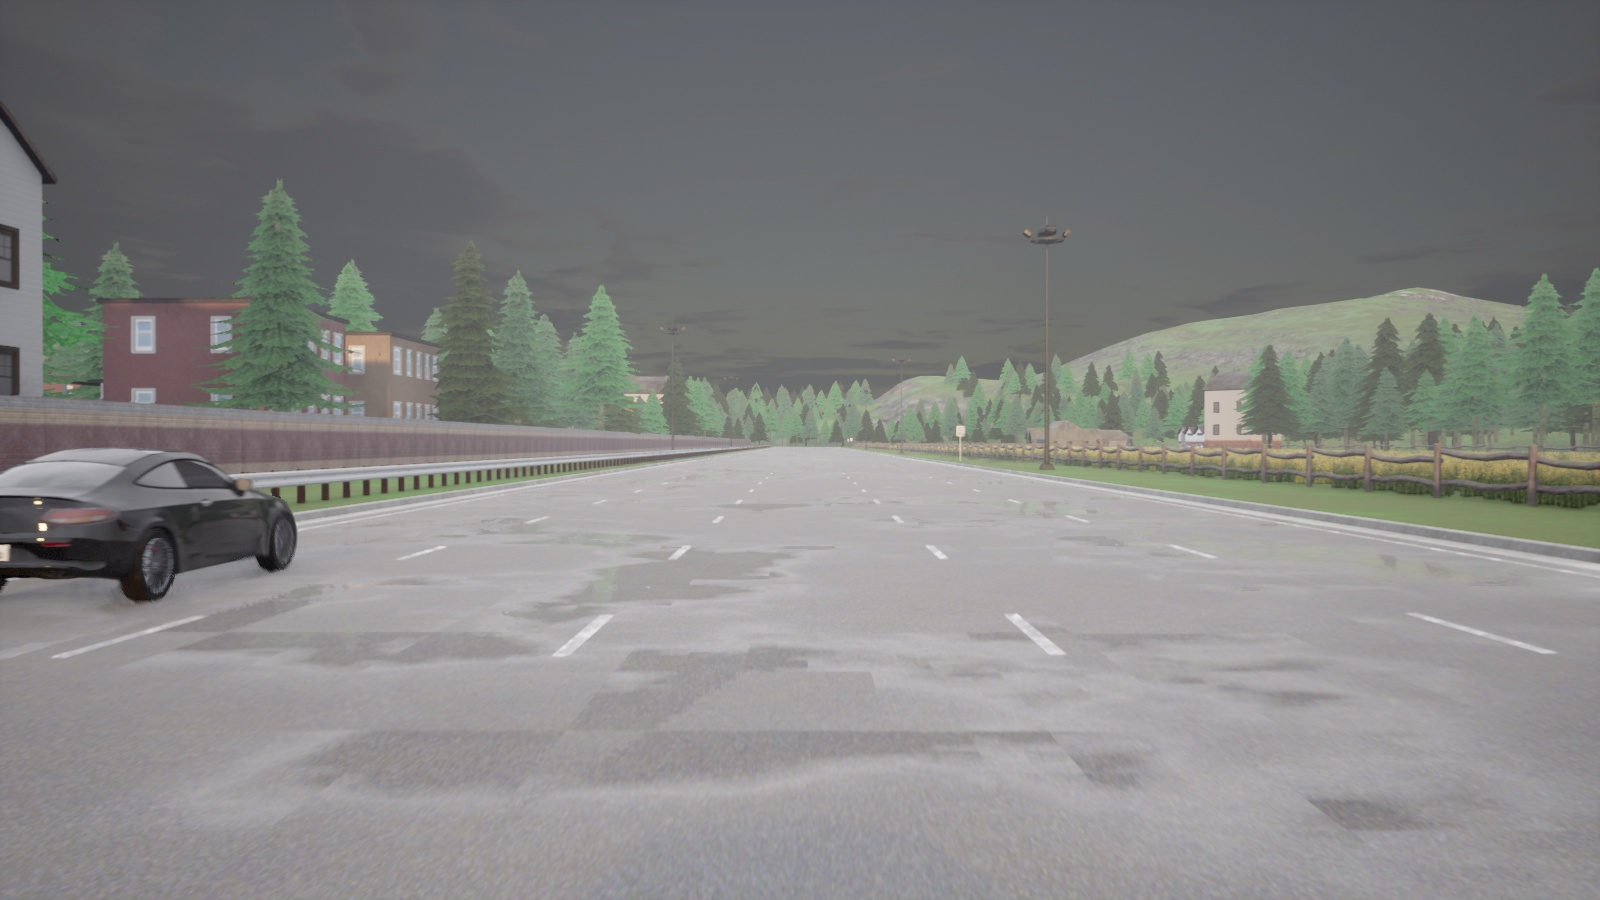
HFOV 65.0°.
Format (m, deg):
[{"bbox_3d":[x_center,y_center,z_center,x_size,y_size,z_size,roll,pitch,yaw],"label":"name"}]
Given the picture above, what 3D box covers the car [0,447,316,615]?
[{"bbox_3d":[-6.909,0.692,13.221,1.812,1.442,4.674,0,0,0],"label":"car"}]
